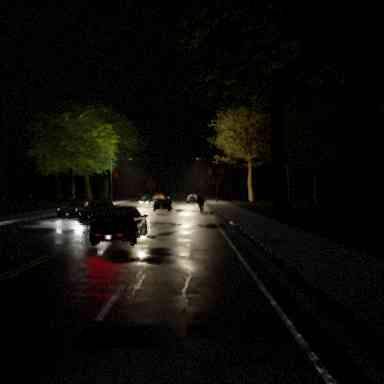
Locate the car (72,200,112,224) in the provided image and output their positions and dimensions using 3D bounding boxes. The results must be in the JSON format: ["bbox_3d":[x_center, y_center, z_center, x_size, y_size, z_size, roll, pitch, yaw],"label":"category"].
[{"bbox_3d":[-6.592,1.373,23.795,1.837,1.490,4.892,0,0,0],"label":"car"}]

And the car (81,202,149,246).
[{"bbox_3d":[-3.148,1.423,14.939,1.837,1.490,4.892,0,0,0],"label":"car"}]

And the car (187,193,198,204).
[{"bbox_3d":[0.113,1.208,57.267,1.812,1.442,4.674,0,1,0],"label":"car"}]

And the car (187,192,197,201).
[{"bbox_3d":[0.018,0.963,73.941,2.097,1.767,4.553,0,0,0],"label":"car"}]

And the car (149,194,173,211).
[{"bbox_3d":[-3.142,1.285,36.701,2.128,1.511,4.902,0,0,0],"label":"car"}]

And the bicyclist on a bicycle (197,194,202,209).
[{"bbox_3d":[0.901,1.141,40.794,0.659,1.776,1.843,0,1,0],"label":"bicyclist on a bicycle"}]

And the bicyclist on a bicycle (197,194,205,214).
[{"bbox_3d":[0.898,1.199,30.678,0.659,1.776,1.843,0,1,0],"label":"bicyclist on a bicycle"}]

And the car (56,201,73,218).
[{"bbox_3d":[-9.841,1.442,28.460,1.895,1.301,4.718,0,0,0],"label":"car"}]

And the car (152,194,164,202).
[{"bbox_3d":[-6.504,1.135,64.193,1.882,1.535,5.008,0,0,1],"label":"car"}]

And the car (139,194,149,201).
[{"bbox_3d":[-9.733,1.129,69.054,2.128,1.511,4.902,0,0,0],"label":"car"}]
